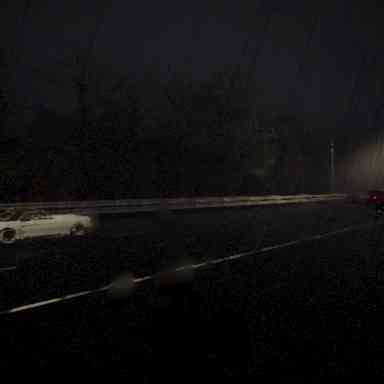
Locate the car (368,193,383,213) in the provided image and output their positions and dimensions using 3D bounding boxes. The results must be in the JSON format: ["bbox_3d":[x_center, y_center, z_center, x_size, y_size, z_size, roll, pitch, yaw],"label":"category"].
[{"bbox_3d":[18.100,1.123,30.141,2.128,1.511,4.902,0,1,44],"label":"car"}]

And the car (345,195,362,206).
[{"bbox_3d":[22.052,1.046,44.212,2.033,1.411,5.357,0,1,44],"label":"car"}]

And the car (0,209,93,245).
[{"bbox_3d":[-6.861,1.406,14.594,1.895,1.301,4.718,0,1,44],"label":"car"}]

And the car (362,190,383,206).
[{"bbox_3d":[22.860,0.754,40.024,2.150,2.045,5.566,0,0,44],"label":"car"}]
